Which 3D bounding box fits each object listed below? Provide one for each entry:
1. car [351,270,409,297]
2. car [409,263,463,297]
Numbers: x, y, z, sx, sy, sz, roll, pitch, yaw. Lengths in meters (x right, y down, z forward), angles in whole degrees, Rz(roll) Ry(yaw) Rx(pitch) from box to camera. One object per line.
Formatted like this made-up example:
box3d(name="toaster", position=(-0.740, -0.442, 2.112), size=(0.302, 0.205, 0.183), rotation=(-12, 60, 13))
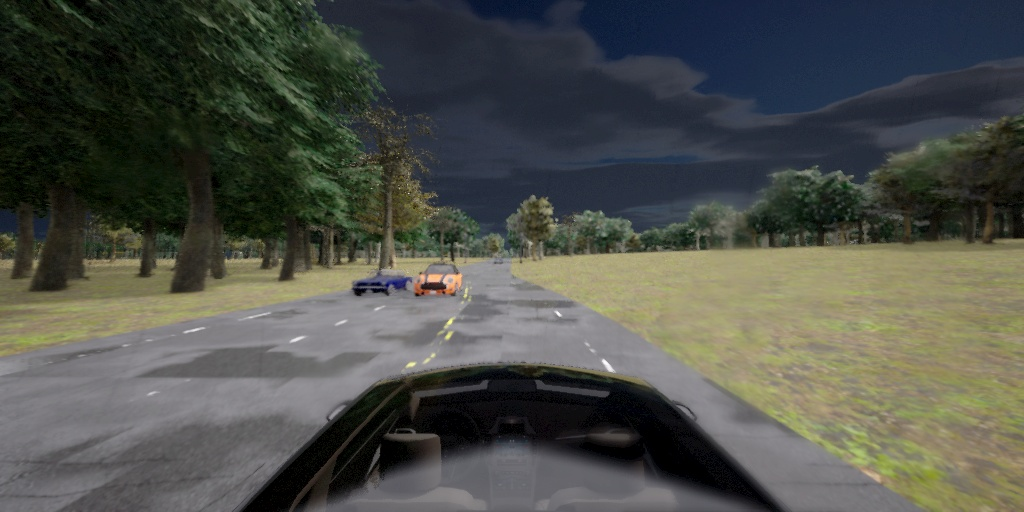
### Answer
box3d(name="car", position=(-7.022, 1.442, 19.831), size=(1.895, 1.301, 4.718), rotation=(0, 0, 1))
box3d(name="car", position=(-3.868, 1.191, 19.474), size=(2.097, 1.767, 4.553), rotation=(0, 0, -2))
